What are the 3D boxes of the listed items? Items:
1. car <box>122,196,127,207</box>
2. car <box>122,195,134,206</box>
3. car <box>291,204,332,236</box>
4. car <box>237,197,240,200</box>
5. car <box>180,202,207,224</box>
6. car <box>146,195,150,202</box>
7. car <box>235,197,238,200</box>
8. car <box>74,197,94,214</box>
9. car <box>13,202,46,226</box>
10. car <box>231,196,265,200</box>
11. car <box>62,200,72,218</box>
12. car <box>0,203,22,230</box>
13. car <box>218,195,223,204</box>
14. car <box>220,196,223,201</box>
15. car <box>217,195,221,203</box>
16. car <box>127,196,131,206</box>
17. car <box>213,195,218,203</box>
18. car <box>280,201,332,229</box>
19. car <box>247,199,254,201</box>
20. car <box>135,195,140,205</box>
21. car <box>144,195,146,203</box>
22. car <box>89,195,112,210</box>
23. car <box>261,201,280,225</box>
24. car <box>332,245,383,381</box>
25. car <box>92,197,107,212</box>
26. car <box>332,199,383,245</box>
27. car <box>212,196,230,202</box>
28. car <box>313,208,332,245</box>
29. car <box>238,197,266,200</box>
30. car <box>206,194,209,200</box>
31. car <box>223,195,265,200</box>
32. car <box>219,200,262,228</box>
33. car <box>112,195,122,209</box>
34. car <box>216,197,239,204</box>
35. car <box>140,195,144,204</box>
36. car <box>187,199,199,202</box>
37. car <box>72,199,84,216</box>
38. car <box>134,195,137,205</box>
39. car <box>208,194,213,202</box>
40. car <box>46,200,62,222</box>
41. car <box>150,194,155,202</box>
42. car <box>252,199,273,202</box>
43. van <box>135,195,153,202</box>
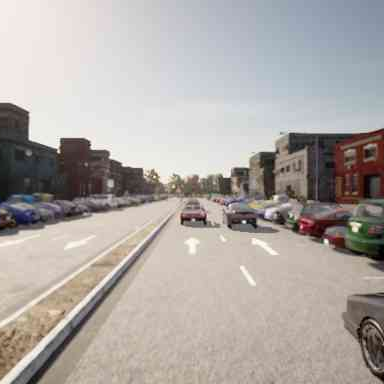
[{"bbox_3d":[-12.657,1.691,49.657,4.792,1.488,2.163,0,0,0],"label":"car"},{"bbox_3d":[-12.860,1.697,55.215,5.366,1.575,1.946,0,0,0],"label":"car"},{"bbox_3d":[7.635,1.498,15.698,5.008,1.535,2.097,0,0,0],"label":"car"},{"bbox_3d":[7.827,1.567,35.004,5.366,1.575,1.946,0,0,0],"label":"car"},{"bbox_3d":[0.101,1.647,25.020,1.895,1.301,4.718,0,0,0],"label":"car"},{"bbox_3d":[-12.641,1.568,71.884,5.566,2.045,2.435,0,0,0],"label":"car"},{"bbox_3d":[7.666,1.615,37.760,4.792,1.488,2.163,0,0,0],"label":"car"},{"bbox_3d":[-12.726,1.568,32.858,4.892,1.521,2.231,0,0,0],"label":"car"},{"bbox_3d":[-12.736,1.523,21.866,5.008,1.535,2.097,0,0,0],"label":"car"},{"bbox_3d":[7.817,1.598,40.519,5.366,1.575,1.946,0,0,0],"label":"car"},{"bbox_3d":[-12.728,1.583,27.299,4.674,1.452,2.002,0,0,0],"label":"car"},{"bbox_3d":[-12.776,1.543,18.962,4.792,1.488,2.163,0,0,0],"label":"car"},{"bbox_3d":[7.592,1.792,59.947,4.674,1.452,2.002,0,-1,0],"label":"car"},{"bbox_3d":[7.600,1.703,54.302,5.008,1.535,2.097,0,0,0],"label":"car"},{"bbox_3d":[7.559,1.649,62.576,4.553,1.767,2.185,0,0,0],"label":"car"},{"bbox_3d":[-12.651,1.710,52.435,4.792,1.488,2.163,0,0,0],"label":"car"},{"bbox_3d":[7.556,1.546,65.334,5.566,2.045,2.435,0,0,0],"label":"car"},{"bbox_3d":[7.610,1.380,18.456,4.553,1.767,2.185,0,0,0],"label":"car"},{"bbox_3d":[7.612,1.573,29.483,4.792,1.488,2.163,0,0,0],"label":"car"},{"bbox_3d":[-12.669,1.740,60.648,5.008,1.535,2.097,0,0,0],"label":"car"},{"bbox_3d":[-12.660,1.801,69.103,4.892,1.521,2.231,0,0,0],"label":"car"},{"bbox_3d":[-12.735,1.484,41.285,4.553,1.767,2.185,0,0,0],"label":"car"},{"bbox_3d":[7.639,1.562,24.006,4.674,1.452,2.002,0,0,0],"label":"car"},{"bbox_3d":[3.100,1.549,2.397,2.033,1.411,5.357,0,0,0],"label":"car"},{"bbox_3d":[-12.706,1.634,38.414,4.674,1.452,2.002,0,0,0],"label":"car"},{"bbox_3d":[7.669,1.238,10.185,5.566,2.045,2.435,0,0,0],"label":"car"},{"bbox_3d":[7.574,1.829,87.272,4.553,1.767,2.185,0,0,0],"label":"car"},{"bbox_3d":[7.611,1.523,12.943,4.792,1.488,2.163,0,0,0],"label":"car"},{"bbox_3d":[7.457,1.553,32.241,5.366,1.575,1.946,0,0,0],"label":"car"},{"bbox_3d":[7.561,1.736,92.913,5.566,2.045,2.435,0,0,0],"label":"car"},{"bbox_3d":[7.593,1.387,46.033,5.566,2.045,2.435,0,0,0],"label":"car"},{"bbox_3d":[3.101,1.541,22.229,1.837,1.490,4.892,0,0,0],"label":"car"},{"bbox_3d":[-12.725,1.375,44.099,5.566,2.045,2.435,0,0,0],"label":"car"},{"bbox_3d":[7.545,1.872,70.848,4.792,1.488,2.163,0,0,0],"label":"car"},{"bbox_3d":[-12.668,1.781,66.323,5.008,1.535,2.097,0,0,0],"label":"car"},{"bbox_3d":[0.090,1.629,41.005,1.837,1.490,4.892,0,-1,0],"label":"car"},{"bbox_3d":[-12.754,1.584,30.079,4.792,1.488,2.163,0,0,0],"label":"car"},{"bbox_3d":[-12.698,1.750,57.993,4.792,1.488,2.163,0,0,0],"label":"car"},{"bbox_3d":[7.577,1.688,84.638,5.566,2.045,2.435,0,0,0],"label":"car"},{"bbox_3d":[-12.742,1.533,24.646,4.892,1.521,2.231,0,0,0],"label":"car"},{"bbox_3d":[-12.678,1.912,85.780,4.892,1.521,2.231,0,0,0],"label":"car"},{"bbox_3d":[7.612,1.561,26.728,4.792,1.488,2.163,0,0,0],"label":"car"},{"bbox_3d":[-12.804,1.703,88.561,4.442,1.987,1.878,0,0,0],"label":"van"}]
